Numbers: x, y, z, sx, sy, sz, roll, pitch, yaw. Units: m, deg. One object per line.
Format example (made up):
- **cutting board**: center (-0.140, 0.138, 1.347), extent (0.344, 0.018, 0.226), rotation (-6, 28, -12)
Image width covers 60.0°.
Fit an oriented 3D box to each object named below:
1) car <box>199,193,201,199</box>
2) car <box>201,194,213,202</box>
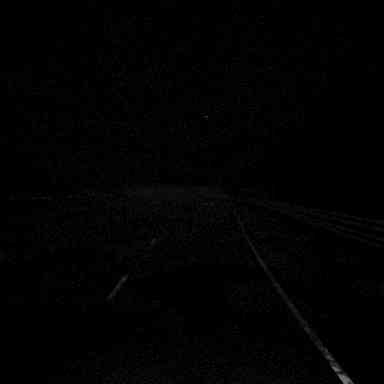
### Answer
- **car**: center (3.478, 1.601, 89.319), extent (1.895, 1.301, 4.718), rotation (0, 0, 0)
- **car**: center (3.482, 1.531, 72.790), extent (1.812, 1.442, 4.674), rotation (0, 0, 0)
